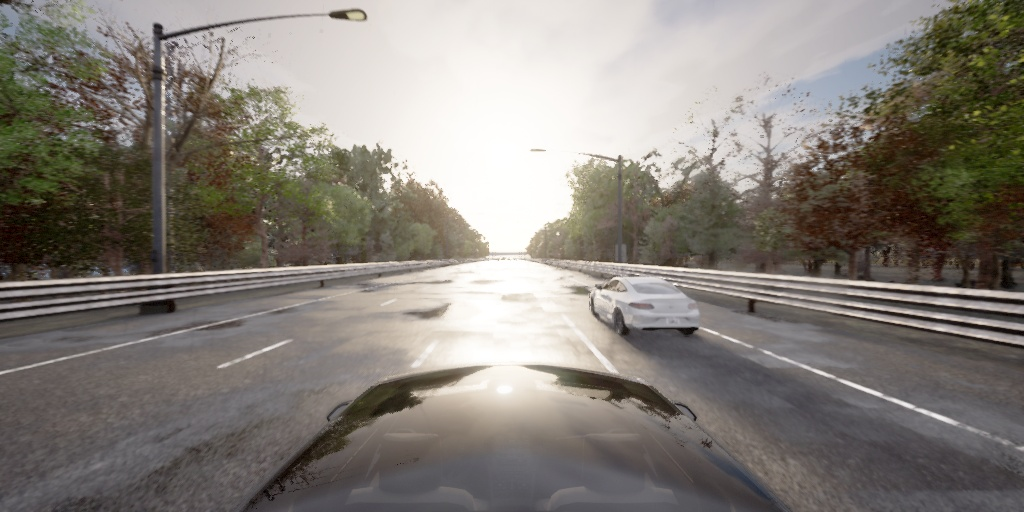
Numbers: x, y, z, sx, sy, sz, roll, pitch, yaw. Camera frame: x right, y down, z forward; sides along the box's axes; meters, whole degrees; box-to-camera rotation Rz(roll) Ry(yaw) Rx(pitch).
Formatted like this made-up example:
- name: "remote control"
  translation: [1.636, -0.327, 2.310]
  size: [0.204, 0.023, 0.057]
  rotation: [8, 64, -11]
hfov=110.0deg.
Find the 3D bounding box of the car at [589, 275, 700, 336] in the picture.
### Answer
- name: "car"
  translation: [3.538, 1.278, 10.248]
  size: [1.812, 1.442, 4.674]
  rotation: [0, 0, -1]
